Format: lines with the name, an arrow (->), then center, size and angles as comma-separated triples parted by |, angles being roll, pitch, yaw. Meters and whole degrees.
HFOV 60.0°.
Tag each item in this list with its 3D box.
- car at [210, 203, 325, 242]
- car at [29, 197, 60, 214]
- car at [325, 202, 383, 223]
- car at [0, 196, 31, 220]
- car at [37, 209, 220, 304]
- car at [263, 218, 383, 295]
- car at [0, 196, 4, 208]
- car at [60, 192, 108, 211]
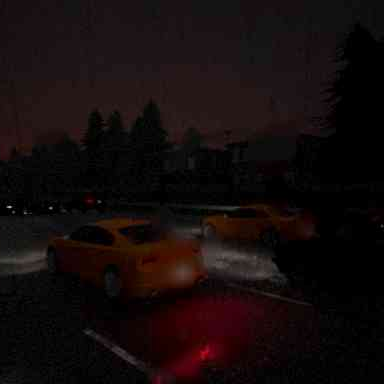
car -> 2.496, 1.280, 13.722 | 1.882, 1.535, 5.008 | -1, 1, -44
car -> -13.863, 1.389, 30.875 | 1.994, 1.385, 4.181 | -1, 1, -44
car -> 5.938, 1.218, 15.182 | 1.882, 1.535, 5.008 | -1, 1, -44
car -> -15.451, 1.377, 27.468 | 2.128, 1.511, 4.902 | -1, 1, -44
car -> -1.891, 1.403, 8.179 | 1.882, 1.535, 5.008 | -1, 1, -44
car -> 4.099, 1.460, 6.973 | 1.895, 1.301, 4.718 | -1, 1, -44
car -> -27.064, 1.320, 44.713 | 1.882, 1.535, 5.008 | -1, 1, -44
car -> -10.288, 0.983, 32.188 | 2.150, 2.045, 5.566 | -1, 1, -44
